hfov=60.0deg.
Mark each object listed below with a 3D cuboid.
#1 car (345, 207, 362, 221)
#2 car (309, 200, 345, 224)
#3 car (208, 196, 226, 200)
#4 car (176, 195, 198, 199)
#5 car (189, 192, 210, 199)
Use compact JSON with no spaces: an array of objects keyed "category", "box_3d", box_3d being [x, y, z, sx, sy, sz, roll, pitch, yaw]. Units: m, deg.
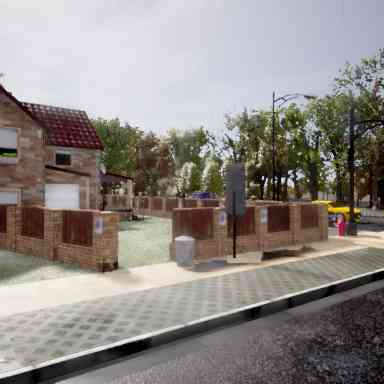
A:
[{"category":"car","box_3d":[10.309,1.423,25.451,1.882,1.535,5.008,0,0,-35]},{"category":"car","box_3d":[7.818,1.468,23.343,1.812,1.442,4.674,0,0,-35]},{"category":"car","box_3d":[4.269,1.396,33.935,2.128,1.511,4.902,0,0,-35]},{"category":"car","box_3d":[-1.899,1.409,42.612,2.033,1.411,5.357,0,0,-35]},{"category":"car","box_3d":[0.693,1.072,50.510,2.150,2.045,5.566,0,0,-35]}]
